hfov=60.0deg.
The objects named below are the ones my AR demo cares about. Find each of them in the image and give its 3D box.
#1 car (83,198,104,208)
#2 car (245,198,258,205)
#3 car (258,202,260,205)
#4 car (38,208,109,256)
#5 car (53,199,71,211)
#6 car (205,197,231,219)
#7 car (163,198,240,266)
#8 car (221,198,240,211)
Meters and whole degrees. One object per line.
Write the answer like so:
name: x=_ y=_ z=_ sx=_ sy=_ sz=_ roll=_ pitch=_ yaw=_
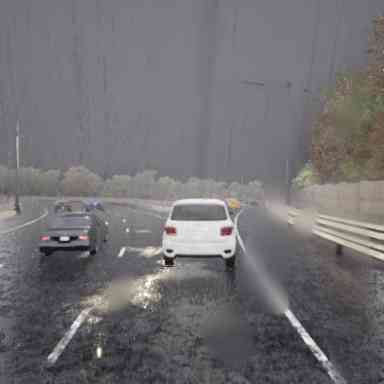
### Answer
car: x=-12.294 y=1.473 z=41.296 sx=2.097 sy=1.767 sz=4.553 roll=0 pitch=0 yaw=-23
car: x=12.226 y=1.964 z=70.243 sx=2.033 sy=1.411 sz=5.357 roll=0 pitch=-3 yaw=16
car: x=15.501 y=2.700 z=81.674 sx=1.837 sy=1.490 sz=4.892 roll=0 pitch=-4 yaw=17
car: x=-4.530 y=1.588 z=13.423 sx=2.033 sy=1.411 sz=5.357 roll=0 pitch=0 yaw=-8
car: x=-16.277 y=1.638 z=41.753 sx=1.837 sy=1.490 sz=4.892 roll=0 pitch=0 yaw=-23
car: x=2.512 y=1.413 z=31.104 sx=2.097 sy=1.767 sz=4.553 roll=0 pitch=0 yaw=9
car: x=0.319 y=1.246 z=11.754 sx=2.150 sy=2.045 sz=5.566 roll=0 pitch=0 yaw=3
car: x=5.092 y=1.558 z=43.312 sx=1.882 sy=1.535 sz=5.008 roll=0 pitch=0 yaw=14
